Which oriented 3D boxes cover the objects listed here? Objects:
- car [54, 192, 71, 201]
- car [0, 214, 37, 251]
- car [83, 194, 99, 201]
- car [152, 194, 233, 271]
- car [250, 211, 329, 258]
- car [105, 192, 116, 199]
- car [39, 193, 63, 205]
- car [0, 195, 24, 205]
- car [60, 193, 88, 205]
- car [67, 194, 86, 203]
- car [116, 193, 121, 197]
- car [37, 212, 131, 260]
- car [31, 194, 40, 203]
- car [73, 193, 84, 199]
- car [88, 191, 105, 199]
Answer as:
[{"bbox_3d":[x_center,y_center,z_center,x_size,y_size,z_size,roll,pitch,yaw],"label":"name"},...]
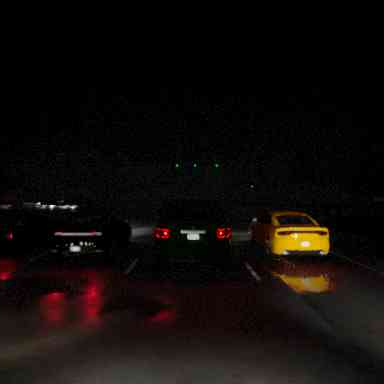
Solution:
[{"bbox_3d":[-28.667,0.984,73.595,2.097,1.767,4.553,0,0,-1],"label":"car"},{"bbox_3d":[-7.008,1.575,13.978,1.895,1.301,4.718,0,0,0],"label":"car"},{"bbox_3d":[-21.646,1.166,71.518,2.128,1.511,4.902,0,0,-1],"label":"car"},{"bbox_3d":[0.018,1.206,10.994,2.150,2.045,5.566,0,0,0],"label":"car"},{"bbox_3d":[3.500,1.455,12.784,1.882,1.535,5.008,0,0,0],"label":"car"},{"bbox_3d":[-18.133,1.189,70.060,2.033,1.411,5.357,0,0,-1],"label":"car"},{"bbox_3d":[-21.530,1.319,51.917,1.994,1.385,4.181,0,0,0],"label":"car"},{"bbox_3d":[-28.523,1.229,52.621,1.882,1.535,5.008,0,0,0],"label":"car"},{"bbox_3d":[-18.034,1.324,50.955,1.994,1.385,4.181,0,0,0],"label":"car"},{"bbox_3d":[-21.558,1.172,62.221,1.882,1.535,5.008,0,0,-1],"label":"car"},{"bbox_3d":[-18.269,0.949,79.455,2.097,1.767,4.553,0,0,-1],"label":"car"},{"bbox_3d":[-3.497,1.472,12.344,2.128,1.511,4.902,0,0,0],"label":"car"},{"bbox_3d":[-28.563,1.194,62.687,1.837,1.490,4.892,0,0,-1],"label":"car"},{"bbox_3d":[-29.753,1.086,87.661,2.033,1.411,5.357,0,0,-11],"label":"car"},{"bbox_3d":[-18.066,1.055,60.811,2.097,1.767,4.553,0,0,0],"label":"car"}]
